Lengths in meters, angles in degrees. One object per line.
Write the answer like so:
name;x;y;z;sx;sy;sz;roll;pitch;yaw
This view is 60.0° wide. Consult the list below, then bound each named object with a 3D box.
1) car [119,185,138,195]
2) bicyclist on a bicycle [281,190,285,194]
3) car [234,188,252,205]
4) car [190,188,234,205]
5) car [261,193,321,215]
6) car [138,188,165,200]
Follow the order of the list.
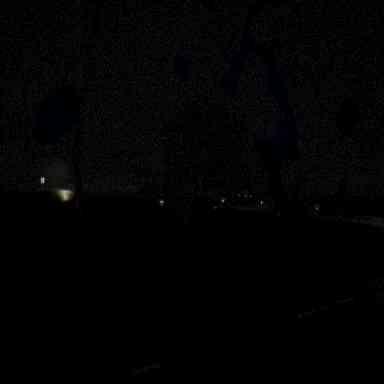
car;-10.781;-0.399;56.661;1.882;1.535;5.008;0;2;-35
bicyclist on a bicycle;9.210;0.666;33.852;1.656;1.620;0.582;0;2;-35
car;4.226;0.392;35.600;2.097;1.767;4.553;0;2;-35
car;1.587;0.513;34.241;2.128;1.511;4.902;0;2;-35
car;7.581;0.897;25.821;2.128;1.511;4.902;0;2;-35
car;-4.548;0.187;42.872;2.033;1.411;5.357;0;2;-35
